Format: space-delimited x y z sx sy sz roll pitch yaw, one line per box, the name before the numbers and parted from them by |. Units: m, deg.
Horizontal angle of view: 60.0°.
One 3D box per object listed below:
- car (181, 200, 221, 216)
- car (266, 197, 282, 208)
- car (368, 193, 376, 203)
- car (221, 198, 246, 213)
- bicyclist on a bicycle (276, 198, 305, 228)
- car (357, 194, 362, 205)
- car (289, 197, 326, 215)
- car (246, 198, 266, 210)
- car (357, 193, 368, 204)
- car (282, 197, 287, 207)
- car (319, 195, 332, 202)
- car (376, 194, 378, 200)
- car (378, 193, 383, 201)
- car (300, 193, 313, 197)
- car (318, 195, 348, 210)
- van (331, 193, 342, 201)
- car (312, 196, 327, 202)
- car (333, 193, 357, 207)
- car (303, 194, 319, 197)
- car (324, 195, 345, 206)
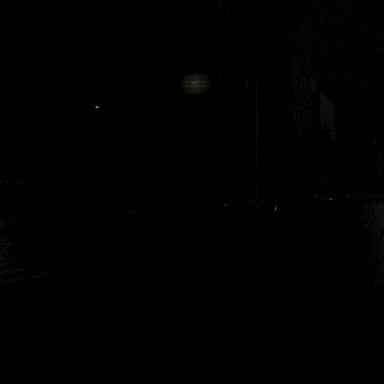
car | 0.641 1.524 31.658 1.802 1.307 4.206 0 0 35
car | 10.179 1.426 45.424 1.752 1.417 4.829 0 0 35
car | 33.336 1.099 63.880 2.192 1.841 5.009 0 0 35
car | 3.852 1.366 36.293 1.967 1.590 4.097 0 0 35
bicyclist on a bicycle | 5.385 1.177 18.336 1.656 1.620 0.582 -1 0 35
car | 23.702 1.377 49.973 1.947 1.339 4.313 0 0 35
car | 10.857 1.424 31.434 1.947 1.339 4.313 0 0 35
car | 7.065 1.494 40.929 1.802 1.307 4.206 0 0 35
car | 26.913 1.117 54.609 2.192 1.841 5.009 0 0 35
car | 13.488 1.455 50.200 1.947 1.339 4.313 0 0 35
car | 29.547 1.426 73.377 1.802 1.307 4.206 0 0 35
car | 36.645 1.302 68.653 1.752 1.417 4.829 -1 0 35
car | 42.971 1.358 77.783 1.802 1.307 4.206 -1 0 35
car | 19.911 1.415 59.471 1.887 1.381 4.507 0 0 35
car | 17.279 1.377 40.704 1.887 1.381 4.507 0 0 35
van | 35.969 1.185 82.650 1.690 1.788 3.998 -1 0 35
car | 26.336 1.418 68.743 1.947 1.339 4.313 0 0 35
car | 20.490 1.136 45.340 2.192 1.841 5.009 0 0 35
car | 17.028 1.338 44.846 2.128 1.511 4.902 -1 0 34
car | 22.914 1.320 53.346 2.128 1.511 4.902 -1 0 35
